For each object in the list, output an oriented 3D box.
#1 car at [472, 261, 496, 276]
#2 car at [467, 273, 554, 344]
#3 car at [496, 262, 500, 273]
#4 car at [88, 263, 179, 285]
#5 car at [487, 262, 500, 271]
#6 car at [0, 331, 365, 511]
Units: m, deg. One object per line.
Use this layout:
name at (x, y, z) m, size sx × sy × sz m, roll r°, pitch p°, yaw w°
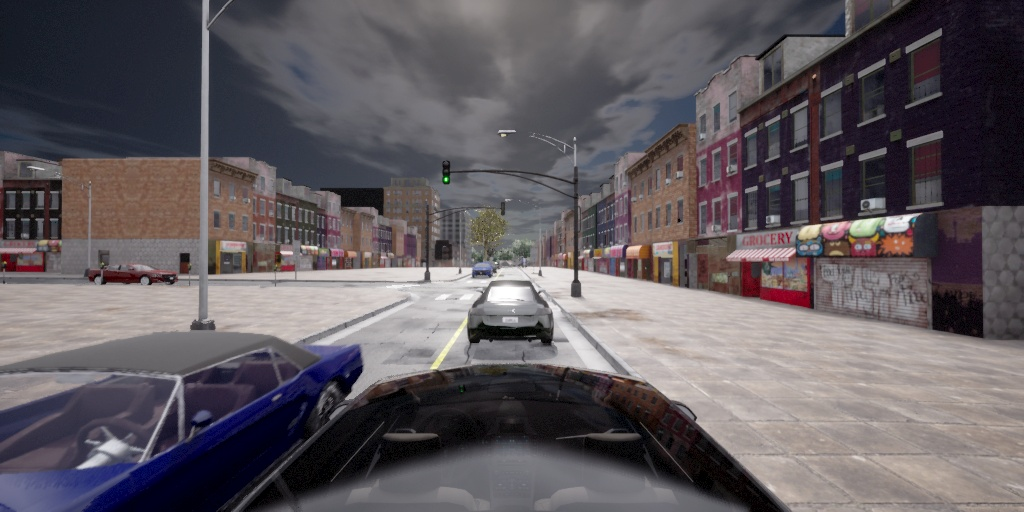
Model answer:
car at (-3.031, 1.415, 37.397) m, size 1.882 × 1.535 × 5.008 m, roll 0°, pitch -1°, yaw 0°
car at (-0.033, 1.325, 9.611) m, size 1.994 × 1.385 × 4.181 m, roll 0°, pitch 0°, yaw 0°
car at (-3.083, 1.381, 47.234) m, size 2.097 × 1.767 × 4.553 m, roll 0°, pitch -1°, yaw 0°
car at (-23.344, 1.118, 22.198) m, size 4.507 × 1.381 × 1.888 m, roll 0°, pitch 0°, yaw 0°
car at (-3.131, 1.732, 61.304) m, size 1.994 × 1.385 × 4.181 m, roll 0°, pitch -1°, yaw 0°
car at (-2.852, 1.351, 2.471) m, size 1.895 × 1.301 × 4.718 m, roll 0°, pitch 0°, yaw 0°
